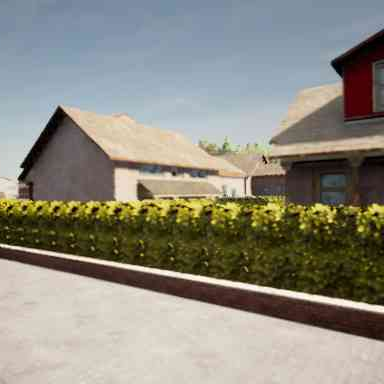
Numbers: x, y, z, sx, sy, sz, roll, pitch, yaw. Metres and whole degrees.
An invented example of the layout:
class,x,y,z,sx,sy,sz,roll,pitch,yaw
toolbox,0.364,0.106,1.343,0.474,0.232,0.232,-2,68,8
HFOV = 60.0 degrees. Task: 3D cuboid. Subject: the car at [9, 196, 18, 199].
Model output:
class,x,y,z,sx,sy,sz,roll,pitch,yaw
car,-39.591,1.792,74.494,3.866,1.878,1.905,-1,0,36
